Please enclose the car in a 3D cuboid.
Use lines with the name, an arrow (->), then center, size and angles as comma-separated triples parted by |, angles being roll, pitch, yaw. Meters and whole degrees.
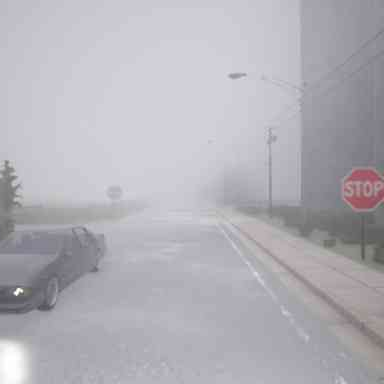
car -> -3.513, 1.543, 8.023 | 2.033, 1.411, 5.357 | 0, 0, 1
